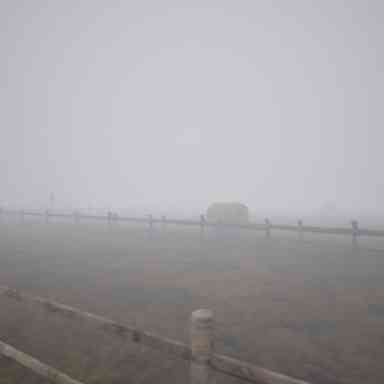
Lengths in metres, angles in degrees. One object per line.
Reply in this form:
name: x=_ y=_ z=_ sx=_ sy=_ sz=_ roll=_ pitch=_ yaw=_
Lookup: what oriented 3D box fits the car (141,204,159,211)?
car: x=-8.203 y=3.140 z=65.775 sx=1.994 sy=1.385 sz=4.181 roll=0 pitch=-1 yaw=35
